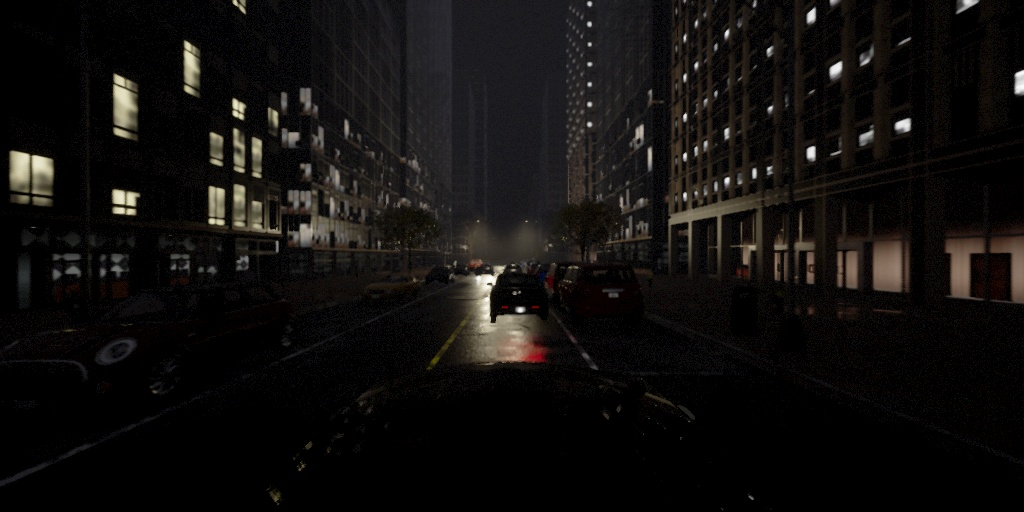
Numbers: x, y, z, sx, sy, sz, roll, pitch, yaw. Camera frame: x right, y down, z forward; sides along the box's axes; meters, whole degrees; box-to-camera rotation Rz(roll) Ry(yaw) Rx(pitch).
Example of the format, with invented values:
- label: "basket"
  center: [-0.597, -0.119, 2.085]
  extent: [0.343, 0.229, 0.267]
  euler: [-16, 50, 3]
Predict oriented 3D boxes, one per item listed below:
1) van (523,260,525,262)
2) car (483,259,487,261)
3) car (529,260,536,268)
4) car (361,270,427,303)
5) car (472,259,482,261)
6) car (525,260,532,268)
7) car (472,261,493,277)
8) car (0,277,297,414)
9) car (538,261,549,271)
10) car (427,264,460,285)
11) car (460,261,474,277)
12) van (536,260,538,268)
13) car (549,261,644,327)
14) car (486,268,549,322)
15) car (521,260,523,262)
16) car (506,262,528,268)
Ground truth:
- label: "van"
  center: [2.700, 1.418, 45.961]
  extent: [1.690, 1.789, 3.998]
  euler: [0, 0, 0]
- label: "car"
  center: [-5.677, 1.475, 57.331]
  extent: [2.192, 1.841, 5.009]
  euler: [0, 0, 0]
- label: "car"
  center: [2.696, 1.392, 28.911]
  extent: [1.967, 1.591, 4.097]
  euler: [0, 0, 0]
- label: "car"
  center: [-5.687, 1.394, 17.376]
  extent: [1.751, 1.417, 4.829]
  euler: [0, 0, 0]
- label: "car"
  center: [-5.678, 1.559, 51.647]
  extent: [1.967, 1.591, 4.097]
  euler: [0, 0, 0]
- label: "car"
  center: [2.699, 1.476, 40.278]
  extent: [1.967, 1.591, 4.097]
  euler: [0, 0, 0]
- label: "car"
  center: [-3.039, 1.603, 40.535]
  extent: [1.994, 1.385, 4.181]
  euler: [0, -1, 0]
- label: "car"
  center: [-5.690, 1.223, 6.179]
  extent: [1.967, 1.591, 4.097]
  euler: [0, 0, 0]
- label: "car"
  center: [2.693, 1.183, 17.544]
  extent: [2.192, 1.841, 5.009]
  euler: [0, 0, 0]
- label: "car"
  center: [-5.685, 1.518, 28.913]
  extent: [1.948, 1.339, 4.313]
  euler: [0, 0, 0]
- label: "car"
  center: [-5.682, 1.587, 40.280]
  extent: [2.007, 1.370, 4.403]
  euler: [0, 0, 0]
- label: "van"
  center: [2.695, 1.251, 23.227]
  extent: [1.690, 1.789, 3.998]
  euler: [0, 0, 0]
- label: "car"
  center: [2.691, 1.141, 11.860]
  extent: [2.192, 1.841, 5.009]
  euler: [0, 0, 0]
- label: "car"
  center: [0.162, 1.337, 12.773]
  extent: [1.837, 1.490, 4.892]
  euler: [0, -1, -2]
- label: "car"
  center: [2.705, 1.752, 63.012]
  extent: [2.007, 1.370, 4.403]
  euler: [0, 0, 0]
- label: "car"
  center: [0.107, 1.528, 32.743]
  extent: [2.033, 1.411, 5.357]
  euler: [0, 0, 0]
